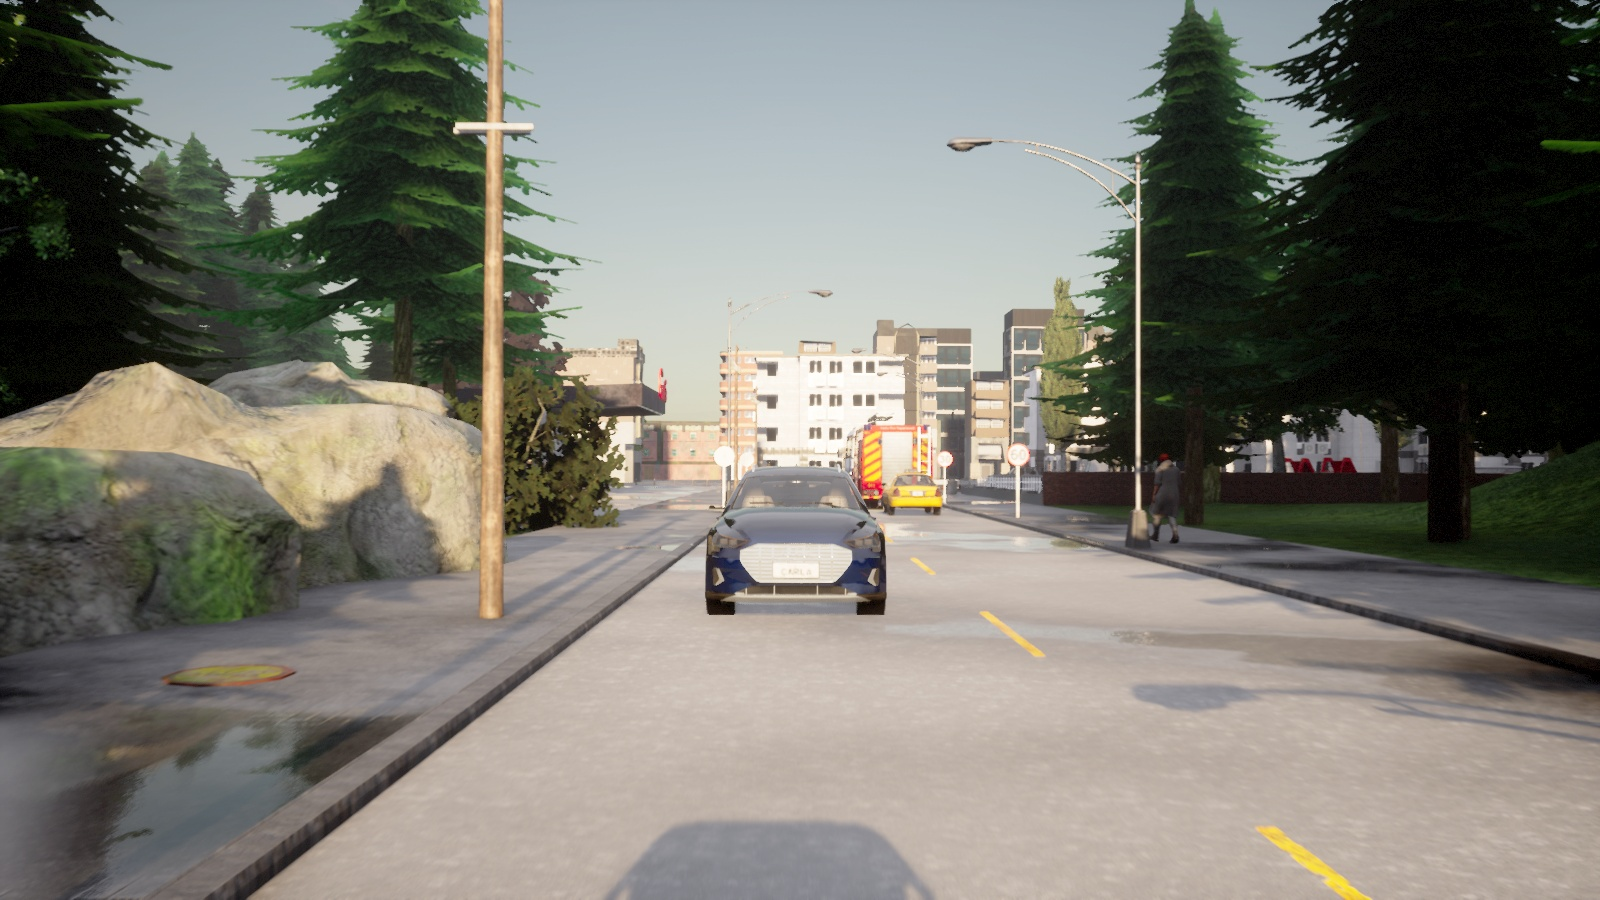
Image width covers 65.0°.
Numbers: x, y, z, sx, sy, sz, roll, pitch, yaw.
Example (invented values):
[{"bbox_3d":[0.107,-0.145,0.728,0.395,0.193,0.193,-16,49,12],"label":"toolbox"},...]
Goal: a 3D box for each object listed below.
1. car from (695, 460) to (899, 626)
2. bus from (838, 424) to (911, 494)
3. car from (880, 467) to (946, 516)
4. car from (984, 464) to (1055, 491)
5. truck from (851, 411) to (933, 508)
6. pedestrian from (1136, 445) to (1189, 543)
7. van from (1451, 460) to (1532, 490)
[{"bbox_3d":[-0.037,0.968,14.954,2.033,1.649,4.856,0,-1,0],"label":"car"},{"bbox_3d":[4.662,0.648,81.131,3.944,4.253,10.273,0,-1,-1],"label":"bus"},{"bbox_3d":[3.876,1.397,43.853,1.801,1.575,5.366,0,-1,0],"label":"car"},{"bbox_3d":[15.372,1.896,88.081,4.605,1.855,1.932,0,-1,0],"label":"car"},{"bbox_3d":[3.832,0.449,54.197,2.891,3.827,8.468,0,-1,0],"label":"truck"},{"bbox_3d":[7.365,0.877,25.538,0.659,1.952,0.873,0,-1,-17],"label":"pedestrian"},{"bbox_3d":[46.333,1.649,84.147,4.442,1.987,1.775,0,-1,0],"label":"van"}]
